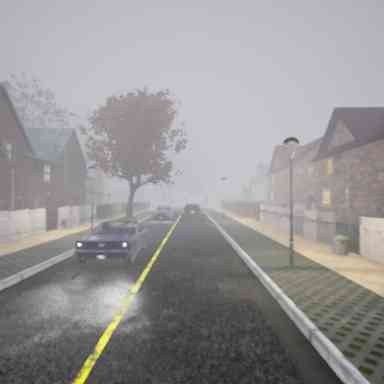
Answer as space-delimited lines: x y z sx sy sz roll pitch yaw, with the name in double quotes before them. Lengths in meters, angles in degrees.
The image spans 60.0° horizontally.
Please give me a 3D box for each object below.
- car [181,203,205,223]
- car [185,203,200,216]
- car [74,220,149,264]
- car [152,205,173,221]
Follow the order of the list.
"car" 0.069 1.825 30.859 2.097 1.767 4.553 0 -1 0
"car" 0.051 2.184 42.081 1.837 1.490 4.892 0 -1 0
"car" -2.861 1.785 12.718 1.895 1.301 4.718 0 -1 0
"car" -2.876 2.069 33.634 2.033 1.411 5.357 0 -1 0
